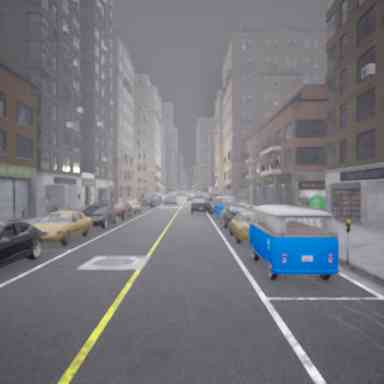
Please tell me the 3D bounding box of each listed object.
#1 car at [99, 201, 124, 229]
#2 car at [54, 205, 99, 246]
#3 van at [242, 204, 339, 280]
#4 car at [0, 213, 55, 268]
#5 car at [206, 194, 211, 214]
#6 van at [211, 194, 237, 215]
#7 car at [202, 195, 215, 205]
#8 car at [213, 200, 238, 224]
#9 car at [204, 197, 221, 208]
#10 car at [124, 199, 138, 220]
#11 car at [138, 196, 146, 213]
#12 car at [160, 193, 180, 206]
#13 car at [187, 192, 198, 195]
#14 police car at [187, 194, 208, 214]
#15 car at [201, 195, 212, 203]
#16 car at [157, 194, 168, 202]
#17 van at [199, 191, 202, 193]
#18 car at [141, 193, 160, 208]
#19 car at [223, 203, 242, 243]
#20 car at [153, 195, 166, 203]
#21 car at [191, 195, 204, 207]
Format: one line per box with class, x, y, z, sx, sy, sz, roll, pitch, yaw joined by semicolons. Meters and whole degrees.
car;-5.863;1.471;20.863;1.947;1.339;4.313;0;0;0
car;-5.862;1.457;15.024;1.752;1.417;4.829;0;0;0
van;2.665;1.298;9.533;1.690;1.788;3.998;0;0;0
car;-5.861;1.523;9.526;1.947;1.339;4.313;0;0;0
car;2.660;1.290;32.211;1.967;1.590;4.097;0;0;0
van;2.661;1.218;26.541;1.690;1.788;3.998;0;0;0
car;2.655;1.290;54.887;2.008;1.369;4.403;0;0;0
car;2.663;1.455;20.873;2.008;1.369;4.403;0;0;0
car;2.657;1.361;43.550;1.947;1.339;4.313;0;0;0
car;-5.864;1.422;26.530;1.887;1.381;4.507;0;0;0
car;-5.866;1.377;32.029;1.752;1.417;4.829;0;0;0
car;-3.080;1.278;48.435;1.837;1.490;4.892;0;0;0
car;-0.016;1.236;67.218;1.994;1.385;4.181;0;0;0
police car;0.789;1.272;32.946;1.930;1.638;5.238;0;0;-1
car;2.654;1.292;60.557;1.802;1.307;4.206;0;0;0
car;-5.873;1.204;66.040;1.752;1.417;4.829;0;0;0
van;2.653;1.018;66.226;1.690;1.788;3.998;0;0;0
car;-5.868;1.110;43.535;2.192;1.841;5.009;0;0;0
car;2.664;1.455;15.373;1.752;1.417;4.829;0;0;0
car;-5.872;1.236;60.370;1.752;1.417;4.829;0;0;0
car;0.774;1.274;48.851;1.837;1.490;4.892;0;0;0
